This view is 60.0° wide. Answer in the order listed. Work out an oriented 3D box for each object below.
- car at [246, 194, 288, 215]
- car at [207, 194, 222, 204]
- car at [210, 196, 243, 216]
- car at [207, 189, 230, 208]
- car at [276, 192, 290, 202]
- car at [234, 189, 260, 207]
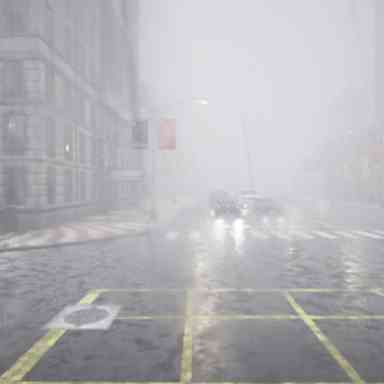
[{"bbox_3d":[6.293,1.148,28.515,2.033,1.411,5.357,0,1,1],"label":"car"},{"bbox_3d":[3.197,0.977,47.791,1.895,1.301,4.718,0,1,2],"label":"car"},{"bbox_3d":[2.785,1.234,27.571,1.895,1.301,4.718,0,1,1],"label":"car"},{"bbox_3d":[2.959,0.727,37.602,2.150,2.045,5.566,0,1,2],"label":"car"},{"bbox_3d":[13.785,0.762,51.339,2.128,1.511,4.902,0,1,1],"label":"car"},{"bbox_3d":[6.489,0.696,38.550,2.150,2.045,5.566,0,1,2],"label":"car"}]
